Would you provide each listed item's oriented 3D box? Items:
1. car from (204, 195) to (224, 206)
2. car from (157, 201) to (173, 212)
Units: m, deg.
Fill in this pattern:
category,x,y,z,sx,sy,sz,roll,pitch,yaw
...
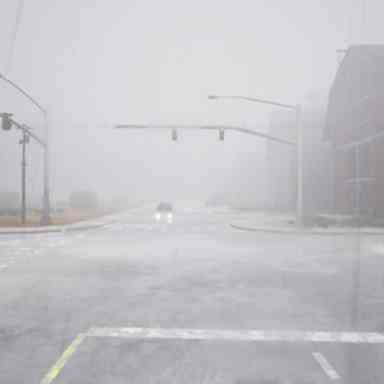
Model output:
category,x,y,z,sx,sy,sz,roll,pitch,yaw
car,4.186,1.546,61.917,1.905,1.878,3.866,-7,3,-42
car,-3.484,1.882,43.398,1.895,1.301,4.718,0,0,0
